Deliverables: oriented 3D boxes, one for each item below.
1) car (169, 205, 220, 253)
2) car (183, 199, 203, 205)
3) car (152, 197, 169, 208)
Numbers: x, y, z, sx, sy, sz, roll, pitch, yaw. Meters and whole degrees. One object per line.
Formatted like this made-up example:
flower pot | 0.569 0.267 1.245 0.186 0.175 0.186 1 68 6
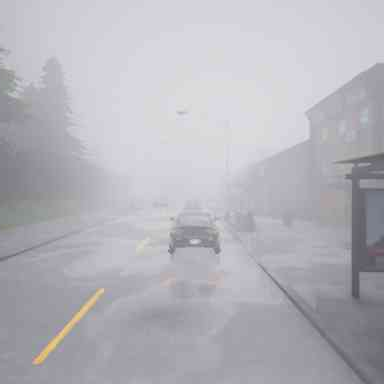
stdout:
car | 0.087 1.469 13.348 1.812 1.442 4.674 0 0 0
car | 0.067 1.411 32.661 2.033 1.411 5.357 0 0 0
car | -4.114 1.362 44.370 2.033 1.411 5.357 0 0 0
